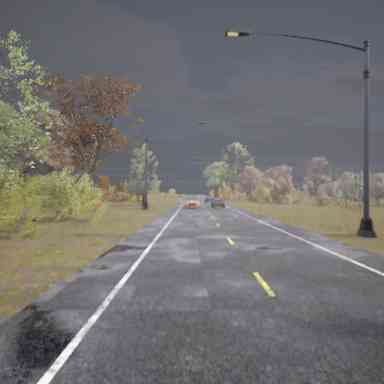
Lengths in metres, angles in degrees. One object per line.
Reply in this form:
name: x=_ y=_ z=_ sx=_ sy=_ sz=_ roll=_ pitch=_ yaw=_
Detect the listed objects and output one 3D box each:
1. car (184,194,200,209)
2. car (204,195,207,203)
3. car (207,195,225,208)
car: x=0.020 y=1.382 z=46.373 sx=2.097 sy=1.767 sz=4.553 roll=0 pitch=0 yaw=0
car: x=3.646 y=1.409 z=70.382 sx=2.097 sy=1.767 sz=4.553 roll=0 pitch=0 yaw=0
car: x=3.698 y=1.533 z=48.812 sx=2.128 sy=1.511 sz=4.902 roll=0 pitch=0 yaw=0
